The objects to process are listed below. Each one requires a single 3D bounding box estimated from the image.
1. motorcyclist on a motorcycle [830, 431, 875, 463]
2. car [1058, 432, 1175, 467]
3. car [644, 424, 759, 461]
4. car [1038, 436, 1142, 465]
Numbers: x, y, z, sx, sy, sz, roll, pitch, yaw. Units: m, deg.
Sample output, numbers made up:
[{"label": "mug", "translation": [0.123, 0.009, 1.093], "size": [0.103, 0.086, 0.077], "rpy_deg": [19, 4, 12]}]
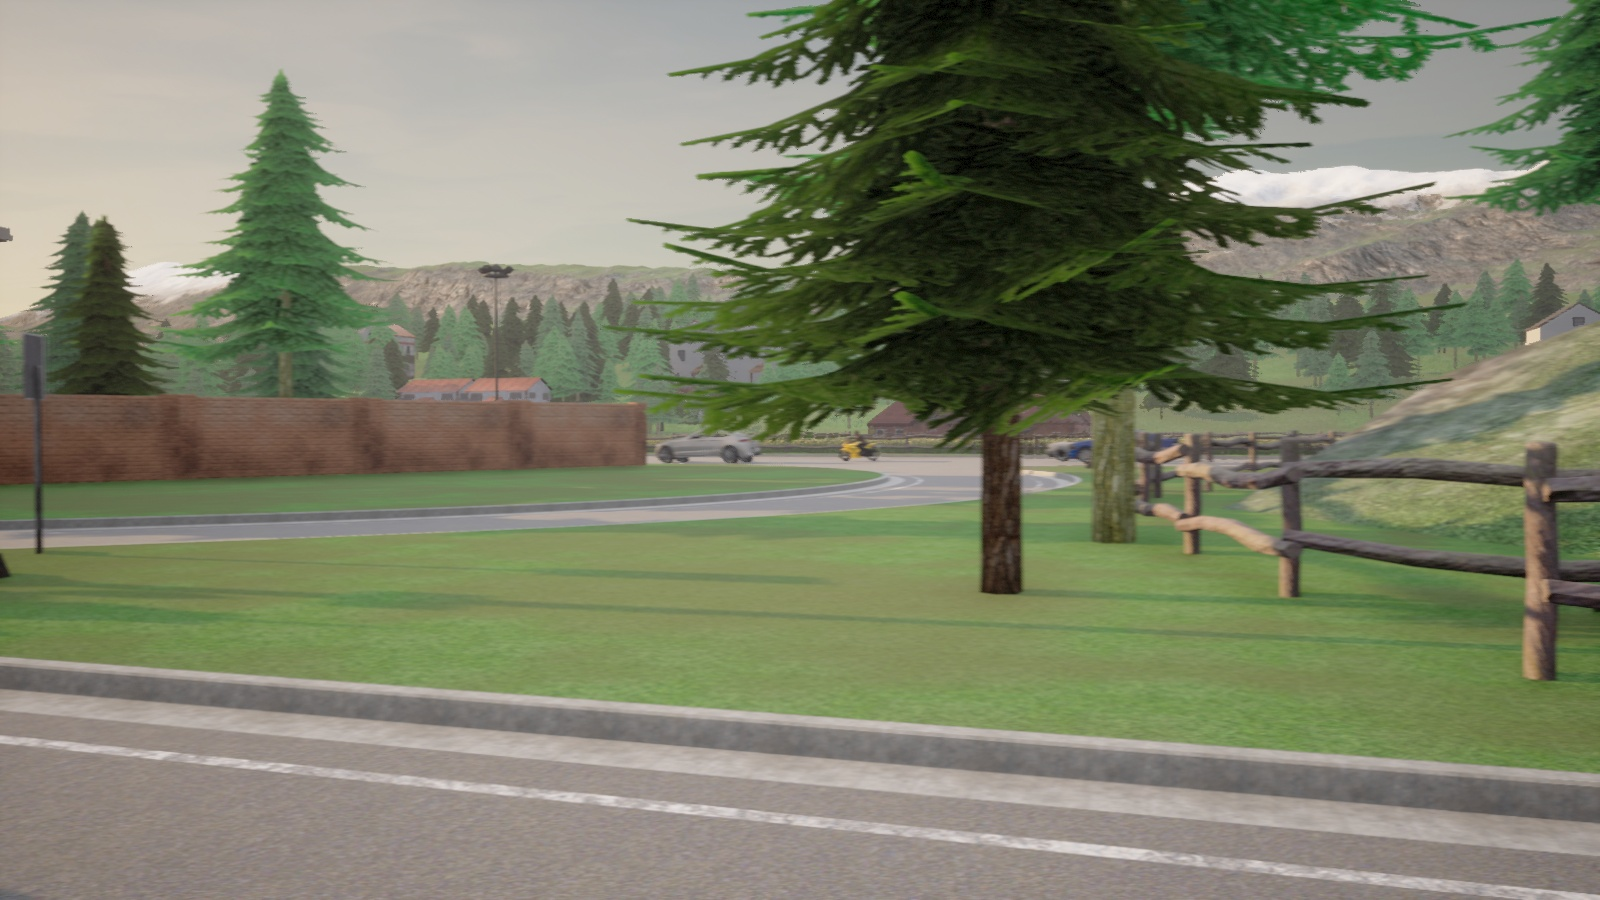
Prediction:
[{"label": "motorcyclist on a motorcycle", "translation": [2.559, -0.165, 61.045], "size": [2.044, 1.523, 0.797], "rpy_deg": [1, 1, 19]}, {"label": "car", "translation": [14.391, -0.057, 57.029], "size": [5.008, 1.535, 1.882], "rpy_deg": [1, 1, 19]}, {"label": "car", "translation": [-4.682, -0.378, 59.804], "size": [5.027, 1.651, 2.152], "rpy_deg": [1, 1, 19]}, {"label": "car", "translation": [14.044, 0.003, 60.844], "size": [4.718, 1.301, 1.895], "rpy_deg": [1, 1, 19]}]
